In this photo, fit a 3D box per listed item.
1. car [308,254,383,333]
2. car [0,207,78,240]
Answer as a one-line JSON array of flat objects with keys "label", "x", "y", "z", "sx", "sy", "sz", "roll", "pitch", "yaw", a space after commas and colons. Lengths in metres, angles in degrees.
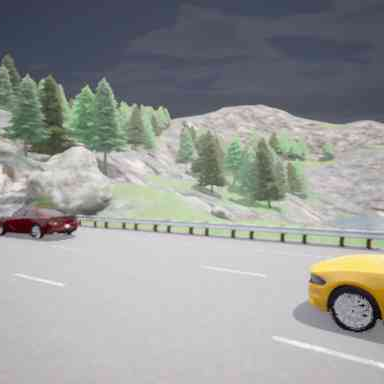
[{"label": "car", "x": 4.382, "y": 1.459, "z": 5.064, "sx": 5.008, "sy": 1.535, "sz": 1.882, "roll": 0, "pitch": 0, "yaw": 36}, {"label": "car", "x": -8.155, "y": 1.504, "z": 17.319, "sx": 5.008, "sy": 1.535, "sz": 1.882, "roll": 0, "pitch": 0, "yaw": 31}]
